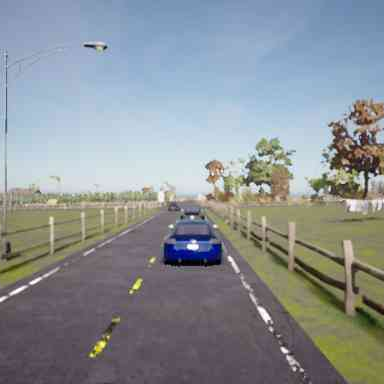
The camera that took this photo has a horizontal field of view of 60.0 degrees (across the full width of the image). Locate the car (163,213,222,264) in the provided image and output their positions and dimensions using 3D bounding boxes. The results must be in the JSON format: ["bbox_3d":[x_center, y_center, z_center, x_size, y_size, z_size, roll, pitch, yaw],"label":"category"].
[{"bbox_3d":[0.043,1.715,12.481,1.994,1.385,4.181,0,-1,1],"label":"car"}]

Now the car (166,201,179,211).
[{"bbox_3d":[-2.810,2.155,51.080,1.837,1.490,4.892,0,-1,0],"label":"car"}]

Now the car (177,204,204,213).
[{"bbox_3d":[0.039,1.907,27.537,1.994,1.385,4.181,0,-1,1],"label":"car"}]
